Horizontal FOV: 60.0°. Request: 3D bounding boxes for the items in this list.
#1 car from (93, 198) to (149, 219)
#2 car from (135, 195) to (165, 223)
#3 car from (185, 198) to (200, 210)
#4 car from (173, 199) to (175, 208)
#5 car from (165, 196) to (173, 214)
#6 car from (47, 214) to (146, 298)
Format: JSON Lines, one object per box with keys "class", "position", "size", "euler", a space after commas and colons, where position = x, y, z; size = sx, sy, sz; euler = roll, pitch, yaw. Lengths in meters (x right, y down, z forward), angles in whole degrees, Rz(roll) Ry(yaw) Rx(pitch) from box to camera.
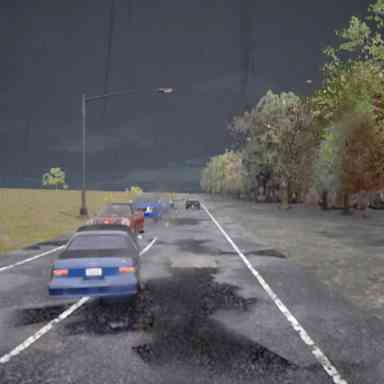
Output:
{"class": "car", "position": [-3.654, 1.357, 16.419], "size": [2.097, 1.767, 4.553], "euler": [0, 0, 1]}
{"class": "car", "position": [-3.577, 1.229, 26.084], "size": [2.150, 2.045, 5.566], "euler": [0, 0, -1]}
{"class": "car", "position": [0.106, 1.512, 43.948], "size": [1.837, 1.490, 4.892], "euler": [0, 0, -1]}
{"class": "car", "position": [-3.545, 1.359, 46.095], "size": [2.097, 1.767, 4.553], "euler": [0, 0, 0]}
{"class": "car", "position": [-3.556, 1.360, 36.088], "size": [2.097, 1.767, 4.553], "euler": [0, 0, 0]}
{"class": "car", "position": [-2.299, 1.551, 8.724], "size": [2.033, 1.411, 5.357], "euler": [0, 0, -10]}
